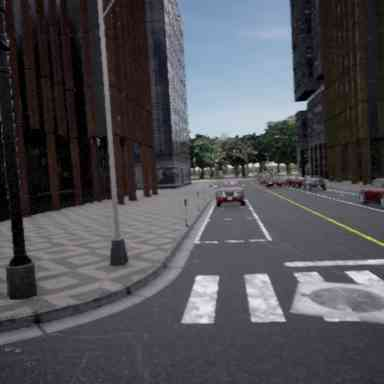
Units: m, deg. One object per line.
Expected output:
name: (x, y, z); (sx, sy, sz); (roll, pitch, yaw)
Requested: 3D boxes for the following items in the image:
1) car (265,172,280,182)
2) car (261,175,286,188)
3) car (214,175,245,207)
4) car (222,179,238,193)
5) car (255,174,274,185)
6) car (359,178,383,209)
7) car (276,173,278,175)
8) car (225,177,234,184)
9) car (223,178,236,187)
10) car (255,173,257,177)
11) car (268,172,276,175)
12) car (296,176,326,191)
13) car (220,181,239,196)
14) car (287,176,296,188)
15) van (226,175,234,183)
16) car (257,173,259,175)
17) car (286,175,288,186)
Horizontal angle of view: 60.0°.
car: (16.084, -2.967, 66.521); (2.192, 1.841, 5.009); (-3, 3, 7)
car: (11.031, -1.305, 45.312); (1.895, 1.301, 4.718); (-3, 3, 7)
car: (2.756, -0.028, 24.346); (2.192, 1.841, 5.009); (-3, 3, 7)
car: (4.577, -0.738, 40.372); (1.752, 1.417, 4.829); (-3, 3, 7)
car: (12.257, -1.927, 56.169); (1.895, 1.301, 4.718); (-3, 3, 7)
car: (10.611, -0.059, 17.977); (1.967, 1.590, 4.097); (-3, 3, 7)
car: (14.289, -1.841, 50.516); (1.752, 1.417, 4.829); (-3, 3, 7)
car: (8.253, -2.559, 72.909); (1.947, 1.339, 4.313); (-3, 3, 7)
car: (6.425, -1.650, 56.725); (2.008, 1.369, 4.403); (-3, 3, 7)
car: (18.528, -4.071, 88.105); (1.967, 1.590, 4.097); (-3, 3, 7)
car: (15.507, -2.459, 61.305); (1.752, 1.417, 4.829); (-3, 3, 7)
car: (12.445, -0.879, 34.165); (2.008, 1.369, 4.403); (-3, 3, 7)
car: (3.991, -0.382, 35.148); (1.802, 1.307, 4.206); (-3, 3, 7)
car: (13.053, -1.194, 39.560); (1.887, 1.381, 4.507); (-3, 3, 7)
van: (8.848, -3.091, 78.293); (1.690, 1.788, 3.998); (-3, 3, 7)
car: (17.926, -3.660, 82.716); (1.887, 1.381, 4.507); (-3, 3, 7)
car: (13.662, -1.503, 44.954); (1.887, 1.381, 4.507); (-3, 3, 7)
